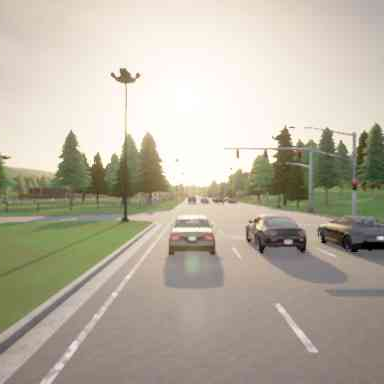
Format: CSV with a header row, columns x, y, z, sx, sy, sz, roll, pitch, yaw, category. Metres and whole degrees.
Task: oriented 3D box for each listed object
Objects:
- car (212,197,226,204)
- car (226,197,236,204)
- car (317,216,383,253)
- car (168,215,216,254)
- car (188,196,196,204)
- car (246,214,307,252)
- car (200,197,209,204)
x,y,z,sx,sy,sz,roll,pitch,yaw,category
7.015,2.146,87.740,2.097,1.767,4.553,0,-1,0,car
10.515,2.408,88.213,1.895,1.301,4.718,0,-1,0,car
7.009,1.699,14.322,1.994,1.385,4.181,0,0,0,car
0.003,1.679,13.989,2.033,1.411,5.357,0,-1,0,car
0.015,2.017,87.802,2.150,2.045,5.566,0,-1,0,car
3.508,1.661,14.379,1.812,1.442,4.674,0,0,0,car
3.515,2.331,87.769,2.033,1.411,5.357,0,-1,0,car
